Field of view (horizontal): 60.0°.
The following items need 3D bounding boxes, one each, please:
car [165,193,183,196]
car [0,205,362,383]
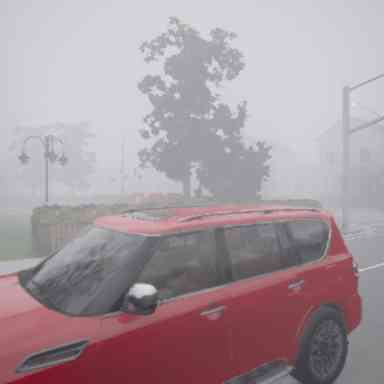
[{"bbox_3d":[-2.320,1.155,51.525,2.150,2.045,5.566,0,0,-35],"label":"car"},{"bbox_3d":[-0.326,1.220,3.751,5.566,2.045,2.150,0,0,-35],"label":"car"}]
